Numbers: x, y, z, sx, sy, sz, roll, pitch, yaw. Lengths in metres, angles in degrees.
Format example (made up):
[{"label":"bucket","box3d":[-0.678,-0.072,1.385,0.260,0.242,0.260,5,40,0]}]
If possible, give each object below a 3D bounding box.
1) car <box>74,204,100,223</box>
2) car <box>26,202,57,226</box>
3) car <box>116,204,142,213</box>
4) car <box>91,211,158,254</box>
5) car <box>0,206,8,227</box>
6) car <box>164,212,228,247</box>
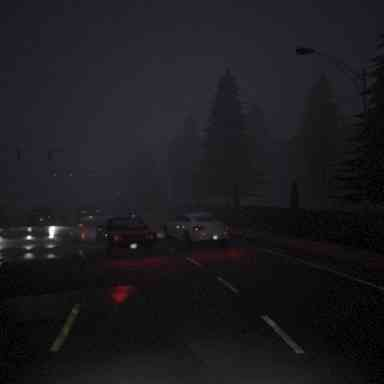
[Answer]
[{"label":"car","box3d":[-8.954,1.786,28.435,2.128,1.511,4.902,0,0,-23]},{"label":"car","box3d":[-11.860,1.793,26.338,1.837,1.490,4.892,0,-1,-23]},{"label":"car","box3d":[-5.749,1.826,29.880,1.812,1.442,4.674,0,0,-23]},{"label":"car","box3d":[-3.037,1.747,14.447,1.895,1.301,4.718,0,-1,-23]},{"label":"car","box3d":[-15.087,1.768,24.980,2.128,1.511,4.902,0,-1,-23]},{"label":"car","box3d":[0.086,1.680,16.055,1.812,1.442,4.674,0,0,-23]}]
